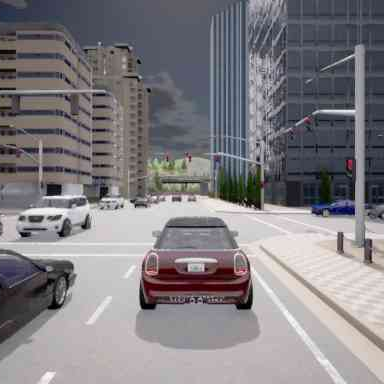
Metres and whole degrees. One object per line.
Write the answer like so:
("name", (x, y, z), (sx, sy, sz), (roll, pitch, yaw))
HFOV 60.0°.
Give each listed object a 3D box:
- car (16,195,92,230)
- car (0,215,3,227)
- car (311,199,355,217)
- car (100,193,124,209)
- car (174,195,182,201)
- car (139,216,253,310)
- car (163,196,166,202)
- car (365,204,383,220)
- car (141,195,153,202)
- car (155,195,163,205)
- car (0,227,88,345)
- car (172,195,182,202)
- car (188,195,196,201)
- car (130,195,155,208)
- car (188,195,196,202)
("car", (-7.116, 1.201, 17.856), (2.150, 2.045, 5.566), (0, 0, 0))
("car", (-10.603, 1.348, 14.914), (2.097, 1.767, 4.553), (0, 0, 0))
("car", (13.292, 1.422, 29.885), (5.008, 1.535, 1.882), (0, 0, 1))
("car", (-10.601, 1.222, 44.481), (2.150, 2.045, 5.566), (0, 0, 0))
("car", (-3.504, 1.509, 84.353), (2.033, 1.411, 5.357), (0, 0, 0))
("car", (0.082, 1.352, 7.988), (2.097, 1.767, 4.553), (0, 0, 0))
("car", (-7.004, 1.522, 75.036), (2.128, 1.511, 4.902), (0, 0, 0))
("car", (16.279, 1.436, 26.362), (4.902, 1.511, 2.128), (0, 0, 0))
("car", (-10.504, 1.512, 77.950), (2.128, 1.511, 4.902), (0, 0, 0))
("car", (-7.074, 1.491, 60.025), (2.128, 1.511, 4.902), (0, 0, 0))
("car", (-3.434, 1.547, 4.790), (2.033, 1.411, 5.357), (0, 0, 0))
("car", (-3.504, 1.470, 74.743), (1.882, 1.535, 5.008), (0, 0, 0))
("car", (-0.004, 1.493, 84.353), (1.812, 1.442, 4.674), (0, 0, 0))
("car", (-7.101, 1.547, 47.994), (2.033, 1.411, 5.357), (0, 0, 0))
("car", (-0.004, 1.547, 75.859), (1.994, 1.385, 4.181), (0, 0, 0))
